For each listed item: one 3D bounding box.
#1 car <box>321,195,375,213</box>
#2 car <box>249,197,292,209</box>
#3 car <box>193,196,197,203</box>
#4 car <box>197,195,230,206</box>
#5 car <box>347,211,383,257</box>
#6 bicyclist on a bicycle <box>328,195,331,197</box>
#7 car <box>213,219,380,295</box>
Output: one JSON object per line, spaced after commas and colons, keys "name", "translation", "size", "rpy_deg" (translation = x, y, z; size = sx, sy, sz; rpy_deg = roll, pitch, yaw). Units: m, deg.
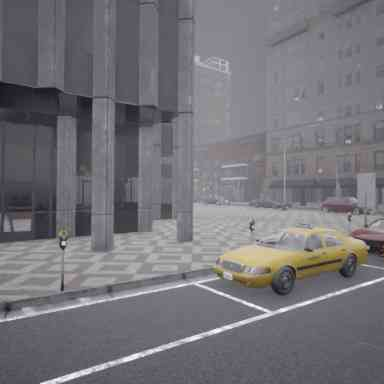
{"name": "car", "translation": [14.543, 1.198, 31.127], "size": [2.097, 1.767, 4.553], "rpy_deg": [1, 0, -35]}
{"name": "car", "translation": [9.035, 1.307, 38.947], "size": [2.033, 1.411, 5.357], "rpy_deg": [1, 0, -35]}
{"name": "car", "translation": [-0.946, 1.138, 58.678], "size": [2.033, 1.411, 5.357], "rpy_deg": [1, 0, -34]}
{"name": "car", "translation": [3.367, 1.161, 47.018], "size": [2.128, 1.511, 4.902], "rpy_deg": [1, 0, -35]}
{"name": "car", "translation": [7.472, 1.547, 12.077], "size": [4.507, 1.381, 1.887], "rpy_deg": [0, 1, -35]}
{"name": "bicyclist on a bicycle", "translation": [16.313, 1.159, 39.451], "size": [1.656, 1.620, 0.582], "rpy_deg": [0, 0, -35]}
{"name": "car", "translation": [2.753, 1.527, 8.714], "size": [4.829, 1.417, 1.752], "rpy_deg": [0, 1, -35]}
